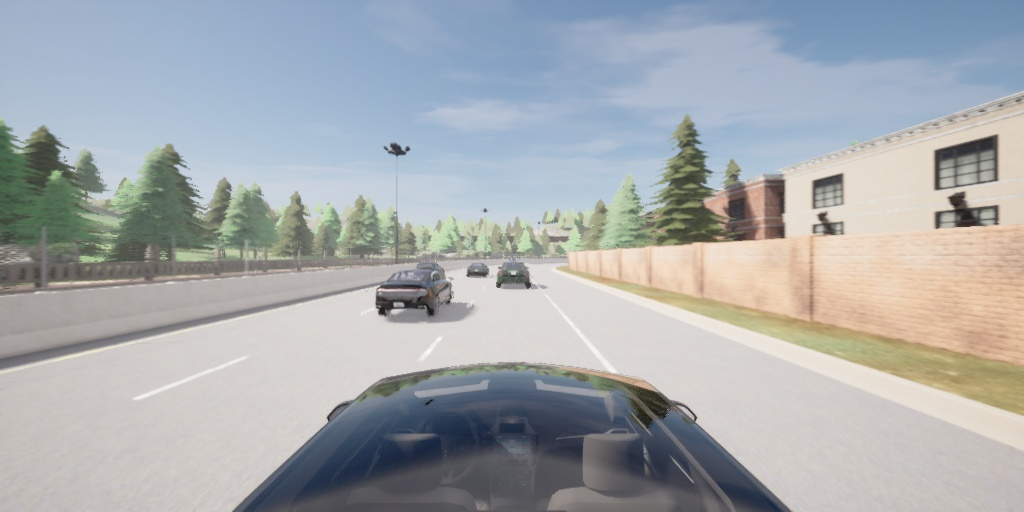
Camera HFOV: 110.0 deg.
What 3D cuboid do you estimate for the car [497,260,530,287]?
[{"bbox_3d":[0.094,1.115,24.483,2.097,1.767,4.553,0,0,0],"label":"car"}]

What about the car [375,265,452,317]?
[{"bbox_3d":[-3.403,1.249,13.196,2.128,1.511,4.902,0,0,0],"label":"car"}]

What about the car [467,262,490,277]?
[{"bbox_3d":[-3.406,1.334,36.336,1.994,1.385,4.181,0,0,0],"label":"car"}]

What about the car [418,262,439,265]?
[{"bbox_3d":[-6.906,1.272,30.037,1.837,1.490,4.892,0,0,0],"label":"car"}]
